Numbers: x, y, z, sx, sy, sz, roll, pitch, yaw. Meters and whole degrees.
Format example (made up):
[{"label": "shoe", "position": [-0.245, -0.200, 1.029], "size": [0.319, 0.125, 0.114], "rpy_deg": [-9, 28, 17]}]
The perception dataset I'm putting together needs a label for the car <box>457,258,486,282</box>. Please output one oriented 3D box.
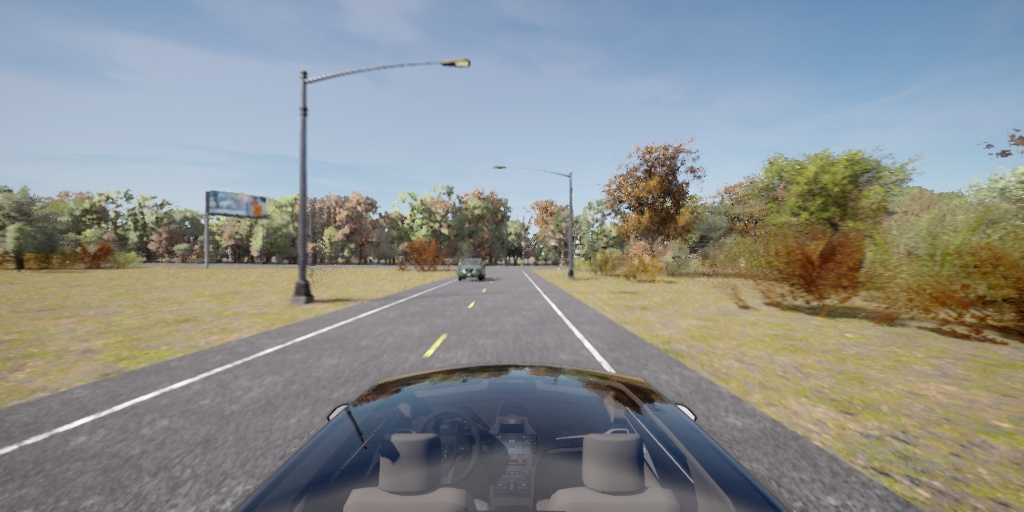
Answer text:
[{"label": "car", "position": [-3.593, 1.225, 32.789], "size": [2.150, 2.045, 5.566], "rpy_deg": [0, 0, 0]}]
